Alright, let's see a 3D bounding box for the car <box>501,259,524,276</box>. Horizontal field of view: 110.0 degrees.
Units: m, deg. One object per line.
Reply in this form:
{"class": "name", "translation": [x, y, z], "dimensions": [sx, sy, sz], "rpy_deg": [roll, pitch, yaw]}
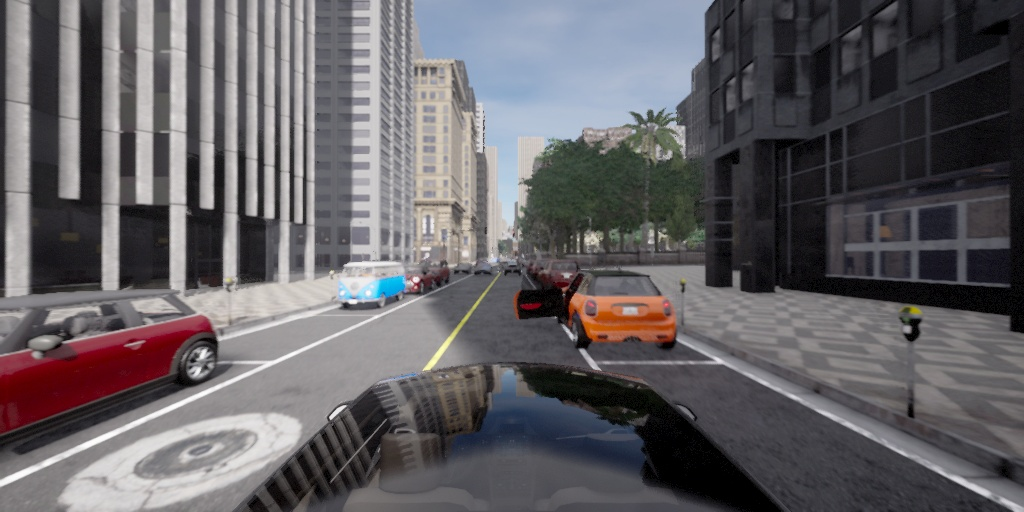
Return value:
{"class": "car", "translation": [0.074, 1.377, 39.894], "dimensions": [1.837, 1.490, 4.892], "rpy_deg": [0, -1, 1]}

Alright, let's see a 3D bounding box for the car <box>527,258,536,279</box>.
{"class": "car", "translation": [2.758, 1.165, 31.539], "dimensions": [2.192, 1.841, 5.009], "rpy_deg": [0, 0, 0]}

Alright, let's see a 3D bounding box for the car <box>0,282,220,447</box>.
{"class": "car", "translation": [-5.763, 1.197, 4.115], "dimensions": [1.967, 1.591, 4.097], "rpy_deg": [0, 0, 0]}

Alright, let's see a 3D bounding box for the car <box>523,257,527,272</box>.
{"class": "car", "translation": [2.756, 1.196, 42.514], "dimensions": [2.192, 1.841, 5.009], "rpy_deg": [0, 0, 0]}

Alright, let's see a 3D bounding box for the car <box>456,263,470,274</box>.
{"class": "car", "translation": [-5.769, 1.447, 42.530], "dimensions": [1.948, 1.339, 4.313], "rpy_deg": [0, 0, 0]}

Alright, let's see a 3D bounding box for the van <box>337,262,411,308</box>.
{"class": "van", "translation": [-5.765, 1.135, 15.091], "dimensions": [1.690, 1.789, 3.998], "rpy_deg": [0, 0, 0]}

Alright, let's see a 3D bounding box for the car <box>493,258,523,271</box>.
{"class": "car", "translation": [-0.682, 1.408, 51.231], "dimensions": [1.837, 1.490, 4.892], "rpy_deg": [0, 0, -23]}

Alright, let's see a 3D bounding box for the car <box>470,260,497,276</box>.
{"class": "car", "translation": [-3.063, 1.421, 39.617], "dimensions": [2.033, 1.411, 5.357], "rpy_deg": [0, 0, 1]}

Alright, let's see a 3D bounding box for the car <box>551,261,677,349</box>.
{"class": "car", "translation": [2.387, 1.128, 9.374], "dimensions": [2.097, 1.767, 4.553], "rpy_deg": [0, 0, 0]}

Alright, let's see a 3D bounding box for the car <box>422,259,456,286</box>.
{"class": "car", "translation": [-5.767, 1.146, 26.066], "dimensions": [2.192, 1.841, 5.009], "rpy_deg": [0, 0, 0]}

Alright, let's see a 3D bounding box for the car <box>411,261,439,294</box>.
{"class": "car", "translation": [-5.766, 1.253, 20.578], "dimensions": [1.967, 1.591, 4.097], "rpy_deg": [0, 0, 0]}

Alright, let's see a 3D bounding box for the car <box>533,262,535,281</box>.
{"class": "car", "translation": [2.759, 1.358, 26.222], "dimensions": [1.751, 1.417, 4.829], "rpy_deg": [0, 0, 0]}

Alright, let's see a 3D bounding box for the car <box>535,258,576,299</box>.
{"class": "car", "translation": [2.759, 1.129, 20.566], "dimensions": [2.192, 1.841, 5.009], "rpy_deg": [0, 0, 0]}
